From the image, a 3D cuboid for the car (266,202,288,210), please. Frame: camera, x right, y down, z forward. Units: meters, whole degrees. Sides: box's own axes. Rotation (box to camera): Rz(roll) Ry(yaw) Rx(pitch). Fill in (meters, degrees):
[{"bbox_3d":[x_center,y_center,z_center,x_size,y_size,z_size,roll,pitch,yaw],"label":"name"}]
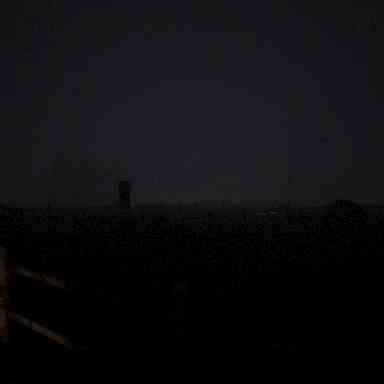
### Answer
[{"bbox_3d":[12.962,2.223,50.595,1.895,1.301,4.718,0,-1,35],"label":"car"}]
